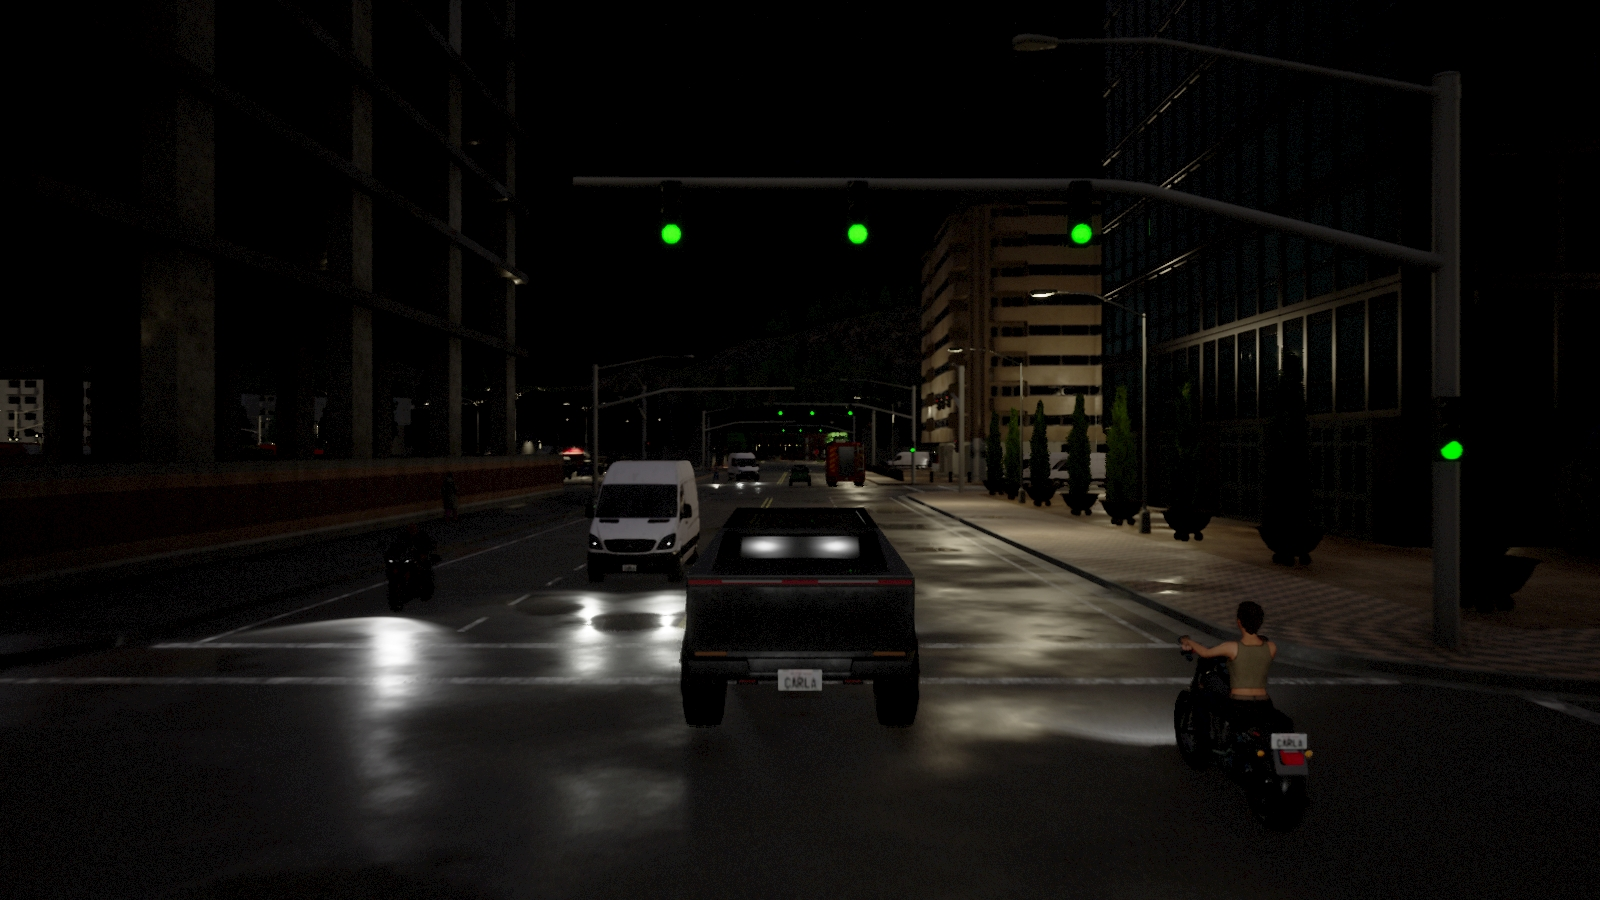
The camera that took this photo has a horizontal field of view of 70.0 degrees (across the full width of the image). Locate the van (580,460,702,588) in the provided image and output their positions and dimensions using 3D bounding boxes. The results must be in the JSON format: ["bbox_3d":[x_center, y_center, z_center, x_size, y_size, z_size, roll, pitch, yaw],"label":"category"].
[{"bbox_3d":[-3.493,1.533,26.278,1.988,2.561,5.915,0,0,0],"label":"van"}]

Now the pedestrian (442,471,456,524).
[{"bbox_3d":[-12.570,1.694,40.968,0.375,1.860,0.375,0,0,3],"label":"pedestrian"}]

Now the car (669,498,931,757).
[{"bbox_3d":[0.002,1.752,13.557,2.390,2.098,6.274,0,0,0],"label":"car"}]

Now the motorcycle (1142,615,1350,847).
[{"bbox_3d":[3.503,2.154,9.251,0.764,1.307,2.356,0,0,0],"label":"motorcycle"}]
